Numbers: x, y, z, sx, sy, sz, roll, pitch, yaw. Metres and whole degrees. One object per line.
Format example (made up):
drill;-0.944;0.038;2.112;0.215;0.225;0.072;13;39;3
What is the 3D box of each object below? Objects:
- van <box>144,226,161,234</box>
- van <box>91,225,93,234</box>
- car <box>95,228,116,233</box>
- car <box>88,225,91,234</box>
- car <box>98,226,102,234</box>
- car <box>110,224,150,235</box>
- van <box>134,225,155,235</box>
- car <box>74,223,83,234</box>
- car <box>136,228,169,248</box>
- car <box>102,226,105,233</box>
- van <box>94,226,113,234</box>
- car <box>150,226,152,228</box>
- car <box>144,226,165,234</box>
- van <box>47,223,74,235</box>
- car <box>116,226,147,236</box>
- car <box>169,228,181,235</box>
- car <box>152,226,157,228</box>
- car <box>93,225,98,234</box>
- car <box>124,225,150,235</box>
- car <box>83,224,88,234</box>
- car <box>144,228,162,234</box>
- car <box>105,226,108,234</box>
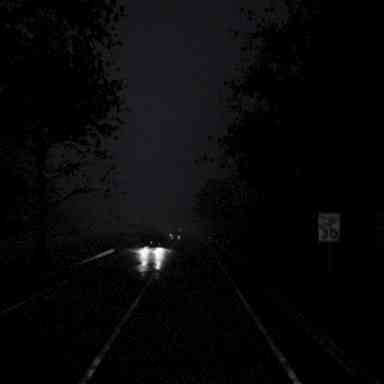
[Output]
van;-10.458;10.178;88.349;4.442;1.987;1.878;1;-7;0
van;-23.717;7.717;69.240;4.442;1.987;1.878;1;-7;0
car;-23.670;10.569;91.218;5.008;1.535;2.097;1;-7;0
car;-23.589;7.615;66.462;4.892;1.521;2.231;1;-7;0
car;-23.613;8.584;74.590;5.008;1.535;2.097;1;-7;0
car;-10.301;6.502;55.253;5.366;1.575;1.946;1;-6;0
van;-10.653;8.530;74.565;4.442;1.987;1.878;1;-7;0
car;-23.605;6.716;60.993;5.566;2.045;2.435;1;-6;0
car;-3.423;4.217;29.873;1.994;1.385;4.181;1;-5;0
car;-23.621;8.928;77.466;5.008;1.535;2.097;1;-7;0
van;-23.537;10.019;88.494;4.442;1.987;1.878;1;-7;0
car;-10.508;7.120;60.759;5.008;1.535;2.097;1;-7;0
car;-10.619;10.822;93.847;5.566;2.045;2.435;1;-8;0
van;-23.687;6.414;58.117;4.442;1.987;1.878;1;-6;0
car;-10.499;6.808;58.004;4.892;1.521;2.231;1;-6;0
car;-3.453;8.398;70.678;1.812;1.442;4.674;1;-7;0
car;-10.485;7.519;66.299;5.566;2.045;2.435;1;-7;0
car;-23.578;8.147;71.978;4.553;1.767;2.185;1;-7;0
car;-10.538;7.317;63.531;4.553;1.767;2.185;1;-7;0
car;-23.403;7.287;63.715;5.366;1.575;1.946;1;-7;0
car;-10.615;10.760;91.081;4.792;1.488;2.163;1;-7;0
car;-23.628;9.257;80.216;4.892;1.521;2.231;1;-7;0
